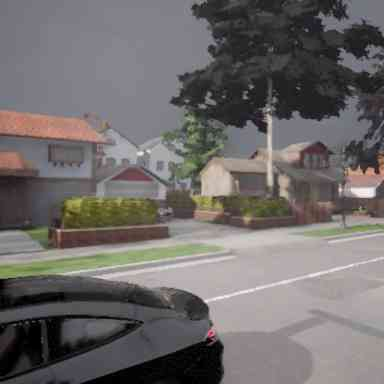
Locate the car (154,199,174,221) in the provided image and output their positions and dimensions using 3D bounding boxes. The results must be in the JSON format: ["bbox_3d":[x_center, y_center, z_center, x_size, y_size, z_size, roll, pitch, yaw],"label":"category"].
[{"bbox_3d":[-2.889,1.219,22.594,1.970,1.475,3.806,0,0,-35],"label":"car"}]

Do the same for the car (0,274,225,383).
[{"bbox_3d":[-1.809,1.535,2.693,4.674,1.442,1.812,0,0,-36],"label":"car"}]
